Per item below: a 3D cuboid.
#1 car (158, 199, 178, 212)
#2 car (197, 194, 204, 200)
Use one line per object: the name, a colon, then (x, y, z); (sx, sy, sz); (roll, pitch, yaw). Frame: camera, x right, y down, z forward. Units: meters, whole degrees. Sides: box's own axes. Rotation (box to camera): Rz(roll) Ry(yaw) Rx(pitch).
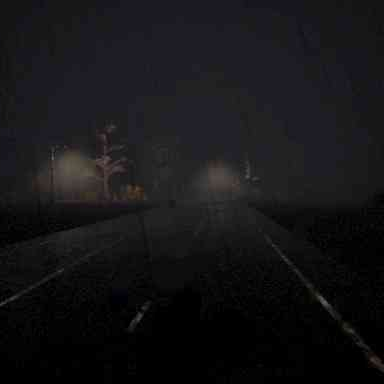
car: (-2.898, 1.549, 40.146); (2.128, 1.511, 4.902); (-2, 0, 6)
car: (2.318, 1.427, 94.244); (1.812, 1.442, 4.674); (-2, 0, 5)
